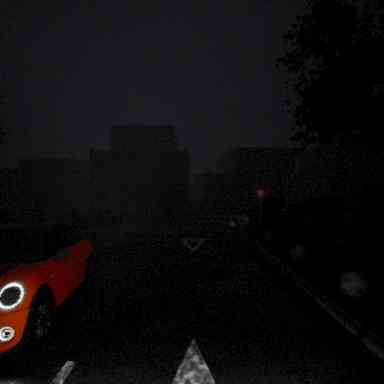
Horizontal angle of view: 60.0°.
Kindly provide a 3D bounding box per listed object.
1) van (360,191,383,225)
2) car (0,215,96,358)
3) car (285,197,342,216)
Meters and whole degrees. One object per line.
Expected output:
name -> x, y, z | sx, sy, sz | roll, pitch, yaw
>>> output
van -> 11.045, 0.934, 18.454 | 1.878, 1.987, 4.442 | -3, 0, 1
car -> -3.326, 1.407, 6.305 | 2.097, 1.767, 4.553 | 0, 0, -3
car -> 9.440, 1.192, 26.810 | 4.892, 1.490, 1.837 | -3, 0, 1
